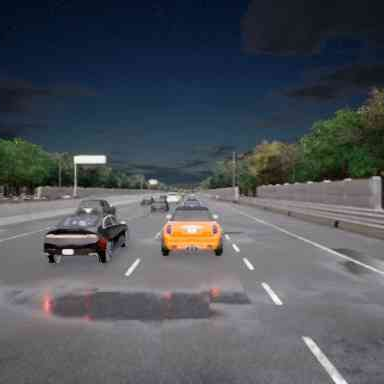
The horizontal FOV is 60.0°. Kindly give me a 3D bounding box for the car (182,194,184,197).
[{"bbox_3d":[-3.506,1.445,83.221,1.812,1.442,4.674,0,0,0],"label":"car"}]

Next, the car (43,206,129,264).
[{"bbox_3d":[-3.501,1.475,11.810,2.128,1.511,4.902,0,0,0],"label":"car"}]

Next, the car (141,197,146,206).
[{"bbox_3d":[-7.004,1.465,53.449,1.812,1.442,4.674,0,0,0],"label":"car"}]

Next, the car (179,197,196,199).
[{"bbox_3d":[-0.003,1.504,34.707,2.033,1.411,5.357,0,0,0],"label":"car"}]

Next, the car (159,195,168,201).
[{"bbox_3d":[-7.006,1.421,82.403,1.837,1.490,4.892,0,0,0],"label":"car"}]

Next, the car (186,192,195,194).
[{"bbox_3d":[-0.006,1.446,82.354,2.128,1.511,4.902,0,0,0],"label":"car"}]

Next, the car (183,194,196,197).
[{"bbox_3d":[-0.003,1.484,56.795,2.033,1.411,5.357,0,0,0],"label":"car"}]

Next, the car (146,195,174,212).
[{"bbox_3d":[-3.503,1.446,37.297,2.128,1.511,4.902,0,0,0],"label":"car"}]

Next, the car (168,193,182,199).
[{"bbox_3d":[-3.503,1.155,61.988,2.150,2.045,5.566,0,0,0],"label":"car"}]

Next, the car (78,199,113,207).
[{"bbox_3d":[-7.001,1.319,24.513,2.097,1.767,4.553,0,0,0],"label":"car"}]

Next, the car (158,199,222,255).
[{"bbox_3d":[0.000,1.333,13.421,2.097,1.767,4.553,0,0,0],"label":"car"}]
